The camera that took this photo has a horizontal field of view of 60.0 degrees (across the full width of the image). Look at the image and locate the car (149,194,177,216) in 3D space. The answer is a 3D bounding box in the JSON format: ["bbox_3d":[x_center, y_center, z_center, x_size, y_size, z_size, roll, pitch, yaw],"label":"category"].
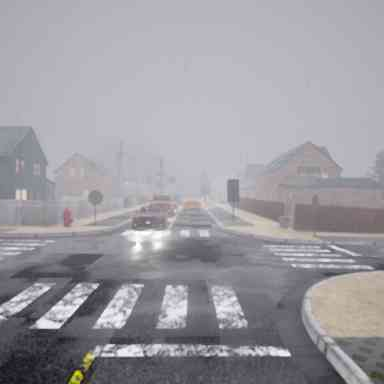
[{"bbox_3d":[-2.930,1.233,32.828,2.150,2.045,5.566,0,0,0],"label":"car"}]

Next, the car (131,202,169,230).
[{"bbox_3d":[-2.632,1.565,20.999,1.994,1.385,4.181,0,0,-3],"label":"car"}]

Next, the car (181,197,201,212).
[{"bbox_3d":[-0.014,1.506,39.553,1.882,1.535,5.008,0,0,0],"label":"car"}]

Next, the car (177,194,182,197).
[{"bbox_3d":[-2.924,1.362,60.460,2.150,2.045,5.566,0,0,0],"label":"car"}]

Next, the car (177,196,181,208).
[{"bbox_3d":[-2.961,1.605,44.942,1.994,1.385,4.181,0,0,0],"label":"car"}]
